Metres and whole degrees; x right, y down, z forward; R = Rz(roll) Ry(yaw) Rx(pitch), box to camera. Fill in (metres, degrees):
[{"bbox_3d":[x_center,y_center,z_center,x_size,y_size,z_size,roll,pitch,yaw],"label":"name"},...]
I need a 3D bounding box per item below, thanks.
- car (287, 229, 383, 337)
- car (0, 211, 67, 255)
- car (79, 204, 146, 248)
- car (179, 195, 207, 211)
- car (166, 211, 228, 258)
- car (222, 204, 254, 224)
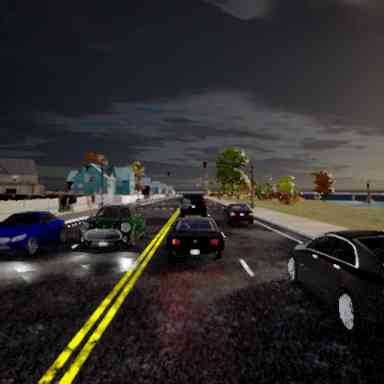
[{"bbox_3d":[3.346,1.508,6.637,1.837,1.490,4.892,0,0,0],"label":"car"},{"bbox_3d":[-6.582,1.534,13.404,1.812,1.442,4.674,0,0,0],"label":"car"},{"bbox_3d":[-3.345,1.361,14.713,2.097,1.767,4.553,0,0,0],"label":"car"},{"bbox_3d":[0.108,1.244,28.411,2.150,2.045,5.566,0,0,0],"label":"car"},{"bbox_3d":[0.103,1.608,12.738,1.895,1.301,4.718,0,0,0],"label":"car"},{"bbox_3d":[3.357,1.566,24.884,2.033,1.411,5.357,0,0,0],"label":"car"}]
